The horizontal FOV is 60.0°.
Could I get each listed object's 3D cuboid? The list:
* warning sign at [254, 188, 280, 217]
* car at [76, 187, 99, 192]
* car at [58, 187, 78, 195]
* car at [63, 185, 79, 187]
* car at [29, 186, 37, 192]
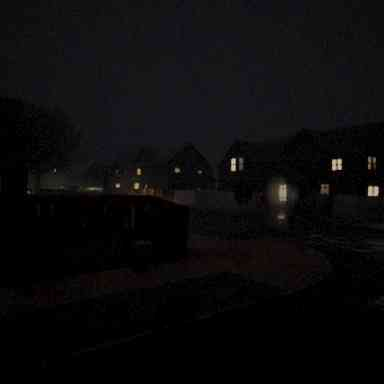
[{"bbox_3d":[5.093,0.683,22.620,1.300,1.860,1.060,-1,1,-36],"label":"warning sign"},{"bbox_3d":[-13.274,0.482,44.090,2.033,1.411,5.357,0,1,-35],"label":"car"},{"bbox_3d":[-17.080,0.368,44.570,1.837,1.490,4.892,0,0,-35],"label":"car"},{"bbox_3d":[-19.357,-0.070,52.529,2.150,2.045,5.566,0,1,-36],"label":"car"},{"bbox_3d":[-39.191,-0.725,81.874,2.097,1.767,4.553,-2,2,-36],"label":"car"}]
